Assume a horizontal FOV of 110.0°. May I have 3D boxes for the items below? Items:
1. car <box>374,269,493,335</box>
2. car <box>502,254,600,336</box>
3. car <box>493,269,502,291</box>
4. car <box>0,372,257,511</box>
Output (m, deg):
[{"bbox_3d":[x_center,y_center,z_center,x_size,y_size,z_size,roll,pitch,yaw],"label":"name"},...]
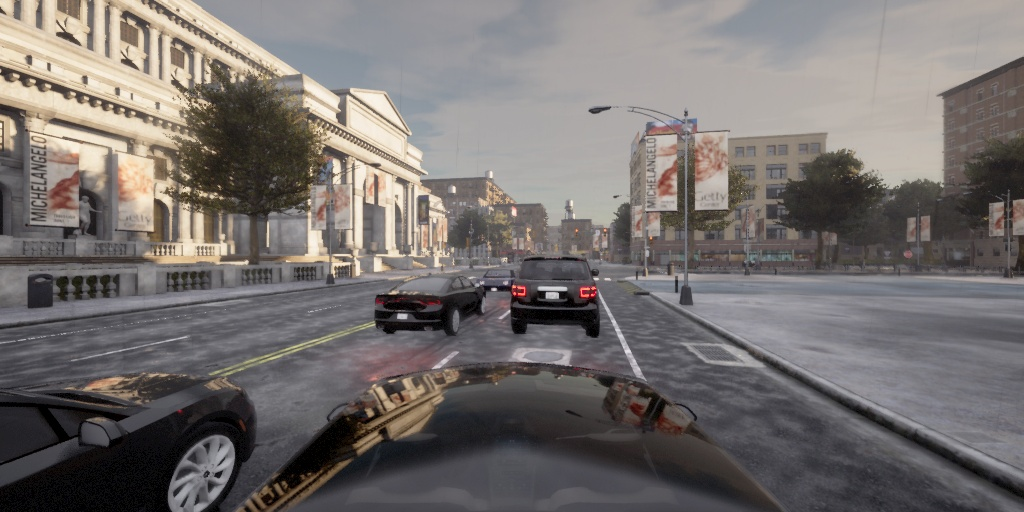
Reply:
[{"bbox_3d":[-2.114,1.228,10.629,1.882,1.535,5.008,0,0,9],"label":"car"},{"bbox_3d":[1.374,0.971,10.617,2.150,2.045,5.566,0,0,10],"label":"car"},{"bbox_3d":[-0.458,1.351,19.751,1.895,1.301,4.718,0,0,11],"label":"car"},{"bbox_3d":[-3.204,1.255,1.235,1.837,1.490,4.892,0,0,0],"label":"car"}]
